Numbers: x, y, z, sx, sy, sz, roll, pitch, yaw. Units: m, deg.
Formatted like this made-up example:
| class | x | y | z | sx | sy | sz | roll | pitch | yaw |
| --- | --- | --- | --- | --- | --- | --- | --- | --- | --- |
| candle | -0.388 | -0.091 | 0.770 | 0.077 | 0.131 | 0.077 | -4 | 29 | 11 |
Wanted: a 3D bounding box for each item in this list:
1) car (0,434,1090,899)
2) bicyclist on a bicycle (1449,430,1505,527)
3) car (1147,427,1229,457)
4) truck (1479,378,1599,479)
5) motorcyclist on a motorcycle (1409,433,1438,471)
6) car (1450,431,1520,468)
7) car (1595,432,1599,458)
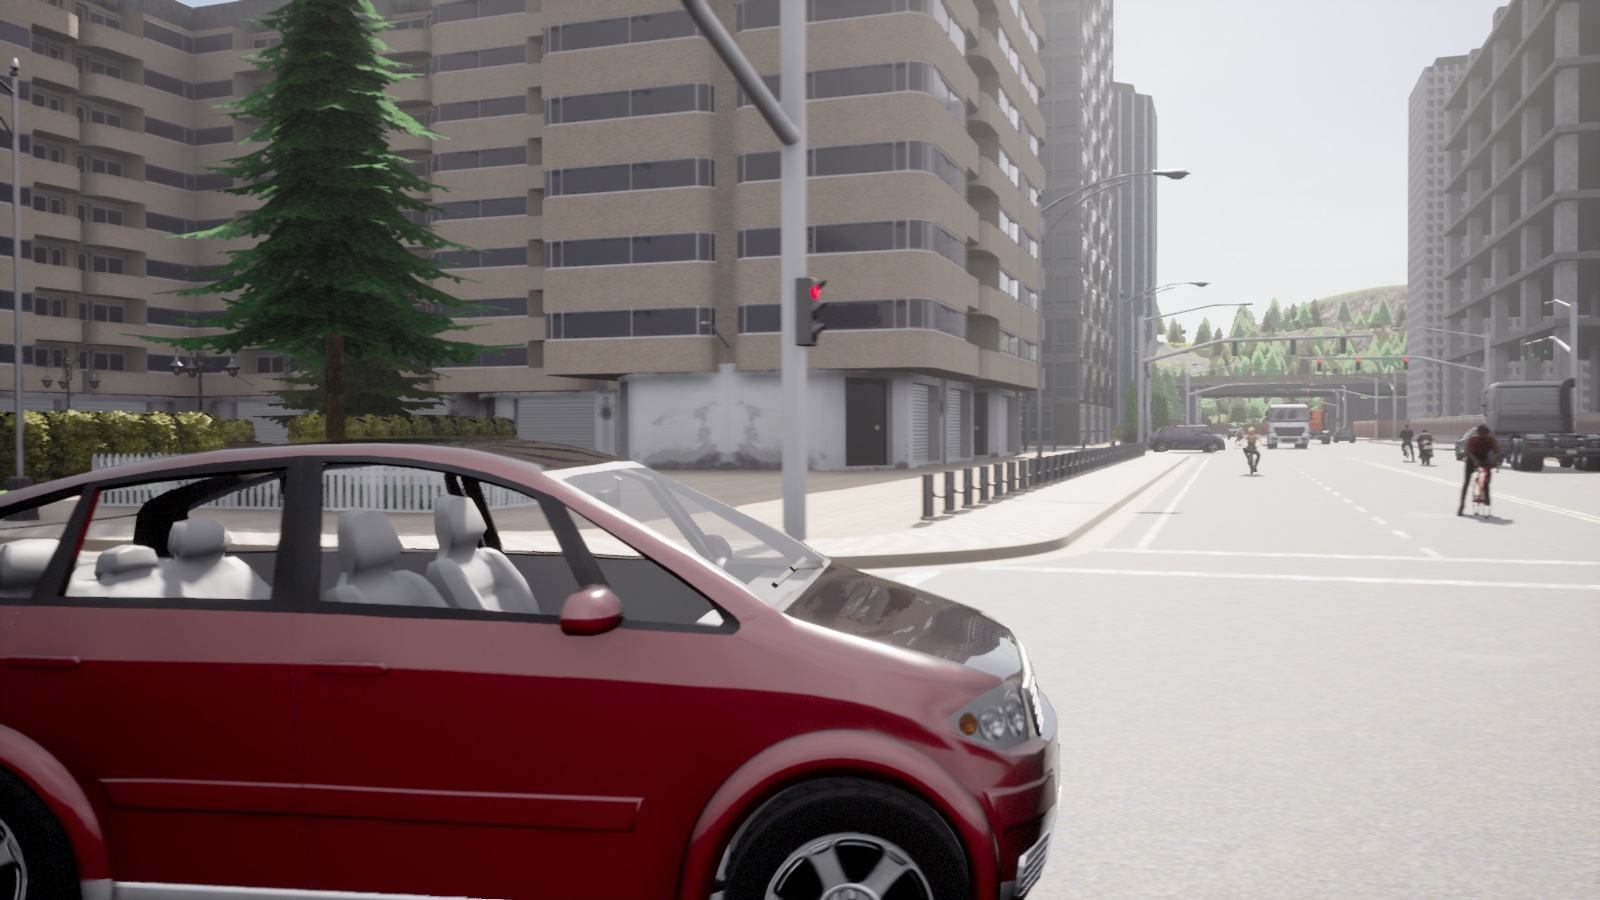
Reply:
| class | x | y | z | sx | sy | sz | roll | pitch | yaw |
| --- | --- | --- | --- | --- | --- | --- | --- | --- | --- |
| car | -1.025 | 0.734 | 4.179 | 3.705 | 1.549 | 1.789 | 0 | 1 | 7 |
| bicyclist on a bicycle | 11.816 | 0.473 | 21.943 | 0.582 | 1.620 | 1.656 | 1 | 1 | 19 |
| car | 24.297 | -0.519 | 78.788 | 4.553 | 1.767 | 2.097 | 1 | 1 | 7 |
| truck | 27.911 | -0.806 | 47.227 | 2.891 | 3.462 | 7.936 | 1 | 1 | 19 |
| motorcyclist on a motorcycle | 25.948 | 0.070 | 52.311 | 0.797 | 1.523 | 2.044 | 1 | 1 | 19 |
| car | 31.692 | -0.056 | 58.256 | 2.033 | 1.649 | 4.856 | 1 | 1 | 19 |
| car | 50.941 | -0.284 | 76.664 | 3.705 | 1.549 | 1.789 | 1 | 1 | 19 |
